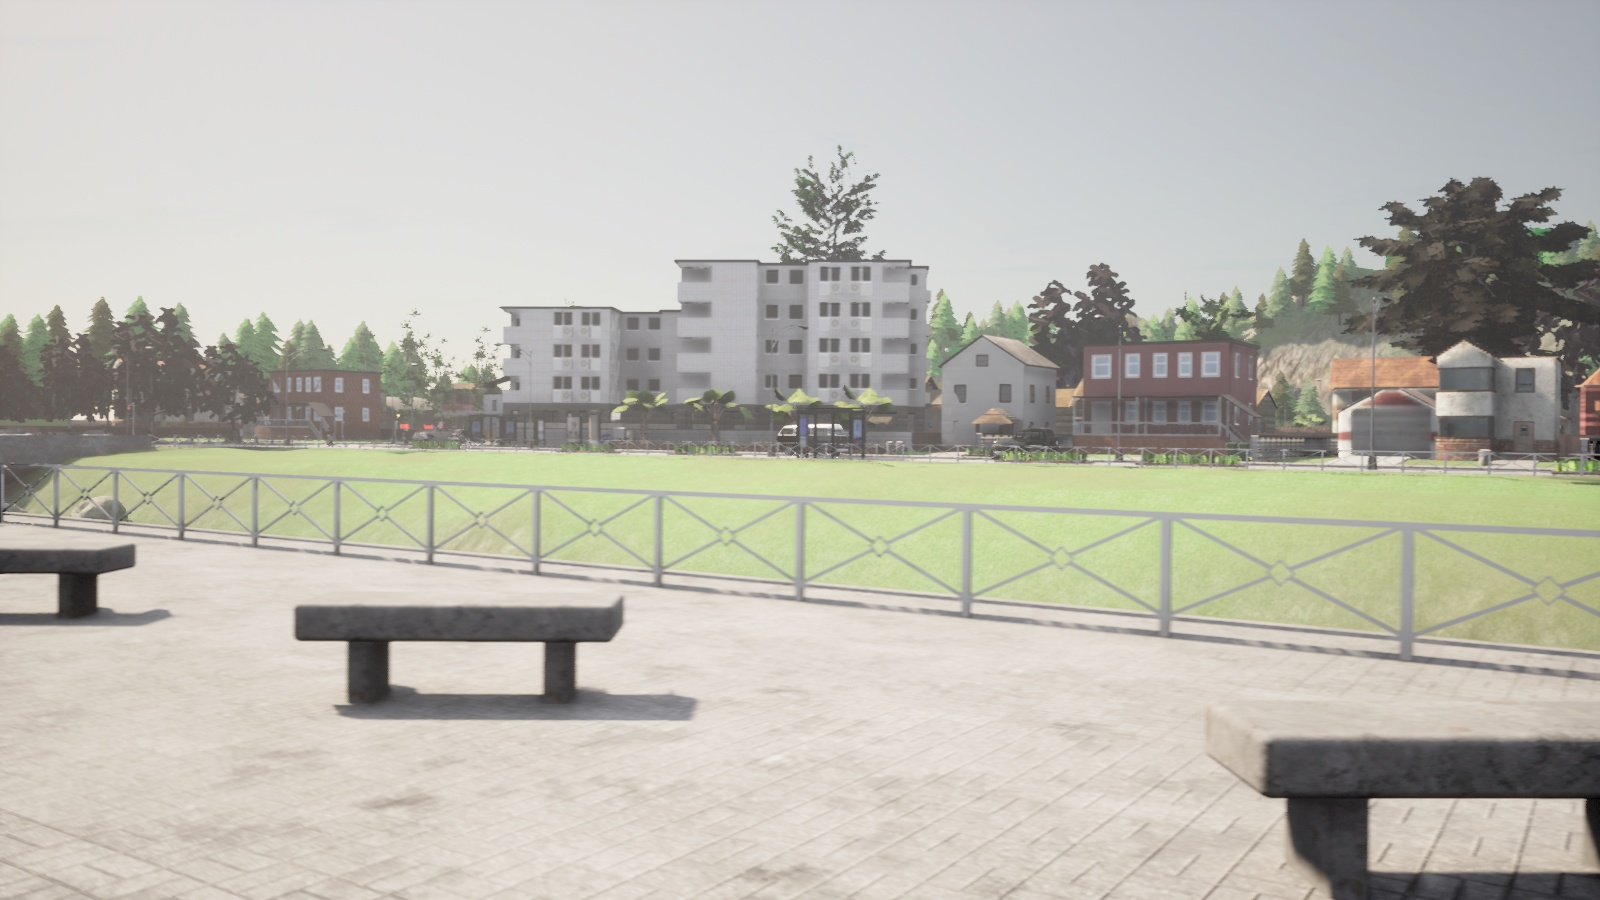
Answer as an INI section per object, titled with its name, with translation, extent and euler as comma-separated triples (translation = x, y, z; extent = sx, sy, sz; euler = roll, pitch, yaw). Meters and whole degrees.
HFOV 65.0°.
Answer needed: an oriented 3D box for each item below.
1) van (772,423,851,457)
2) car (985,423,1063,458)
[van]
translation = 0.679, -0.614, 77.838
extent = 4.480, 2.038, 2.069
euler = 0, 1, 34
[car]
translation = 12.481, -0.541, 69.995
extent = 3.866, 1.878, 1.905
euler = 0, 1, 34
